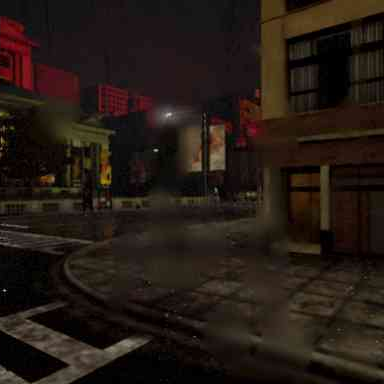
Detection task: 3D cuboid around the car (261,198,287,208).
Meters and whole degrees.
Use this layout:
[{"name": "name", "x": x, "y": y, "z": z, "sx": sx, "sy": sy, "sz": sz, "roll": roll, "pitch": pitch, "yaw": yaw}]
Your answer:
[{"name": "car", "x": 12.483, "y": 1.673, "z": 51.670, "sx": 2.033, "sy": 1.411, "sz": 5.357, "roll": 0, "pitch": 0, "yaw": 35}]

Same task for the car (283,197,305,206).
[{"name": "car", "x": 18.510, "y": 1.673, "z": 60.054, "sx": 2.033, "sy": 1.411, "sz": 5.357, "roll": 0, "pitch": 0, "yaw": 37}]
